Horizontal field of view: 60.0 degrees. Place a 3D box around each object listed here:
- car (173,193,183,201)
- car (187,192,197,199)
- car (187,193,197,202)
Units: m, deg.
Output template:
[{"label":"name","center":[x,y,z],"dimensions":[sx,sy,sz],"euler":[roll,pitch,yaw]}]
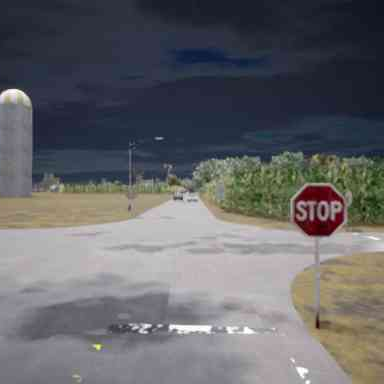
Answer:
[{"label":"car","center":[-2.727,0.984,66.098],"dimensions":[1.882,1.535,5.008],"euler":[0,0,0]},{"label":"car","center":[0.026,0.831,71.932],"dimensions":[2.033,1.411,5.357],"euler":[0,0,0]},{"label":"car","center":[0.022,1.139,61.956],"dimensions":[1.895,1.301,4.718],"euler":[0,0,0]}]
